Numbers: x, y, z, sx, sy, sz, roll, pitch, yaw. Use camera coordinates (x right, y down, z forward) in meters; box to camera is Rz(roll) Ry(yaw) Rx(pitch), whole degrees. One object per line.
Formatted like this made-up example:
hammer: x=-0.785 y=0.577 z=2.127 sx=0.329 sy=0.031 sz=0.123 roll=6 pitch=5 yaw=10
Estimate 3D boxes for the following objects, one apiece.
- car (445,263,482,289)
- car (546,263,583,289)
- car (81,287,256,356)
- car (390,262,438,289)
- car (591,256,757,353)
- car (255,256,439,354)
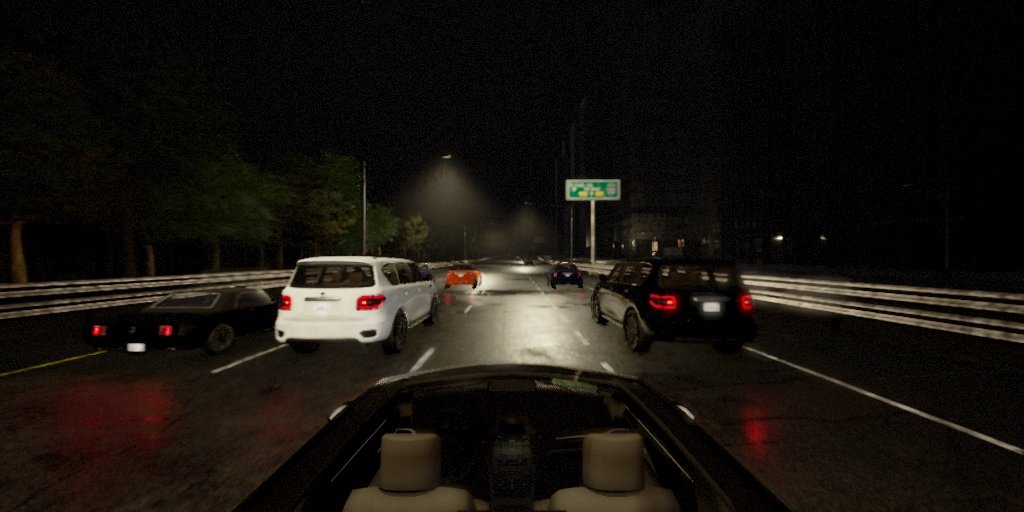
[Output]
car: x=-3.347 y=1.304 z=25.576 sx=2.097 sy=1.767 sz=4.553 roll=0 pitch=0 yaw=0
car: x=3.654 y=1.305 z=25.592 sx=2.097 sy=1.767 sz=4.553 roll=0 pitch=0 yaw=0
car: x=-6.897 y=1.416 z=8.813 sx=1.895 sy=1.301 sz=4.718 roll=0 pitch=-1 yaw=0
car: x=-6.846 y=1.304 z=25.593 sx=2.097 sy=1.767 sz=4.553 roll=0 pitch=0 yaw=0
car: x=3.605 y=1.040 z=9.148 sx=2.150 sy=2.045 sz=5.566 roll=0 pitch=-1 yaw=0
car: x=-3.397 y=1.039 z=9.105 sx=2.150 sy=2.045 sz=5.566 roll=0 pitch=-1 yaw=0
